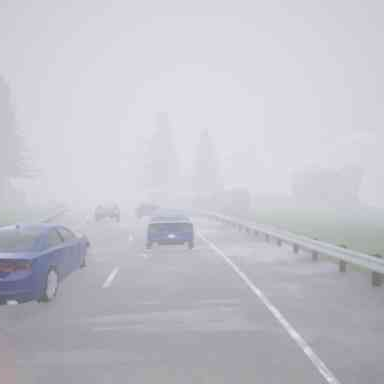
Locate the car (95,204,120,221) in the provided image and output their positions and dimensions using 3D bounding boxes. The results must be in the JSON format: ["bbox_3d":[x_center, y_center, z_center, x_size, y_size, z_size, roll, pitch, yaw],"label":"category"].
[{"bbox_3d":[-6.937,1.636,27.364,1.895,1.301,4.718,0,0,-14],"label":"car"}]

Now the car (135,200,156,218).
[{"bbox_3d":[-4.196,1.506,30.718,1.882,1.535,5.008,0,0,-14],"label":"car"}]

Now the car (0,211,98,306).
[{"bbox_3d":[-3.906,1.494,8.188,1.882,1.535,5.008,0,0,-4],"label":"car"}]

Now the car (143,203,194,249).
[{"bbox_3d":[-1.049,1.489,14.791,1.882,1.535,5.008,0,0,-7],"label":"car"}]
